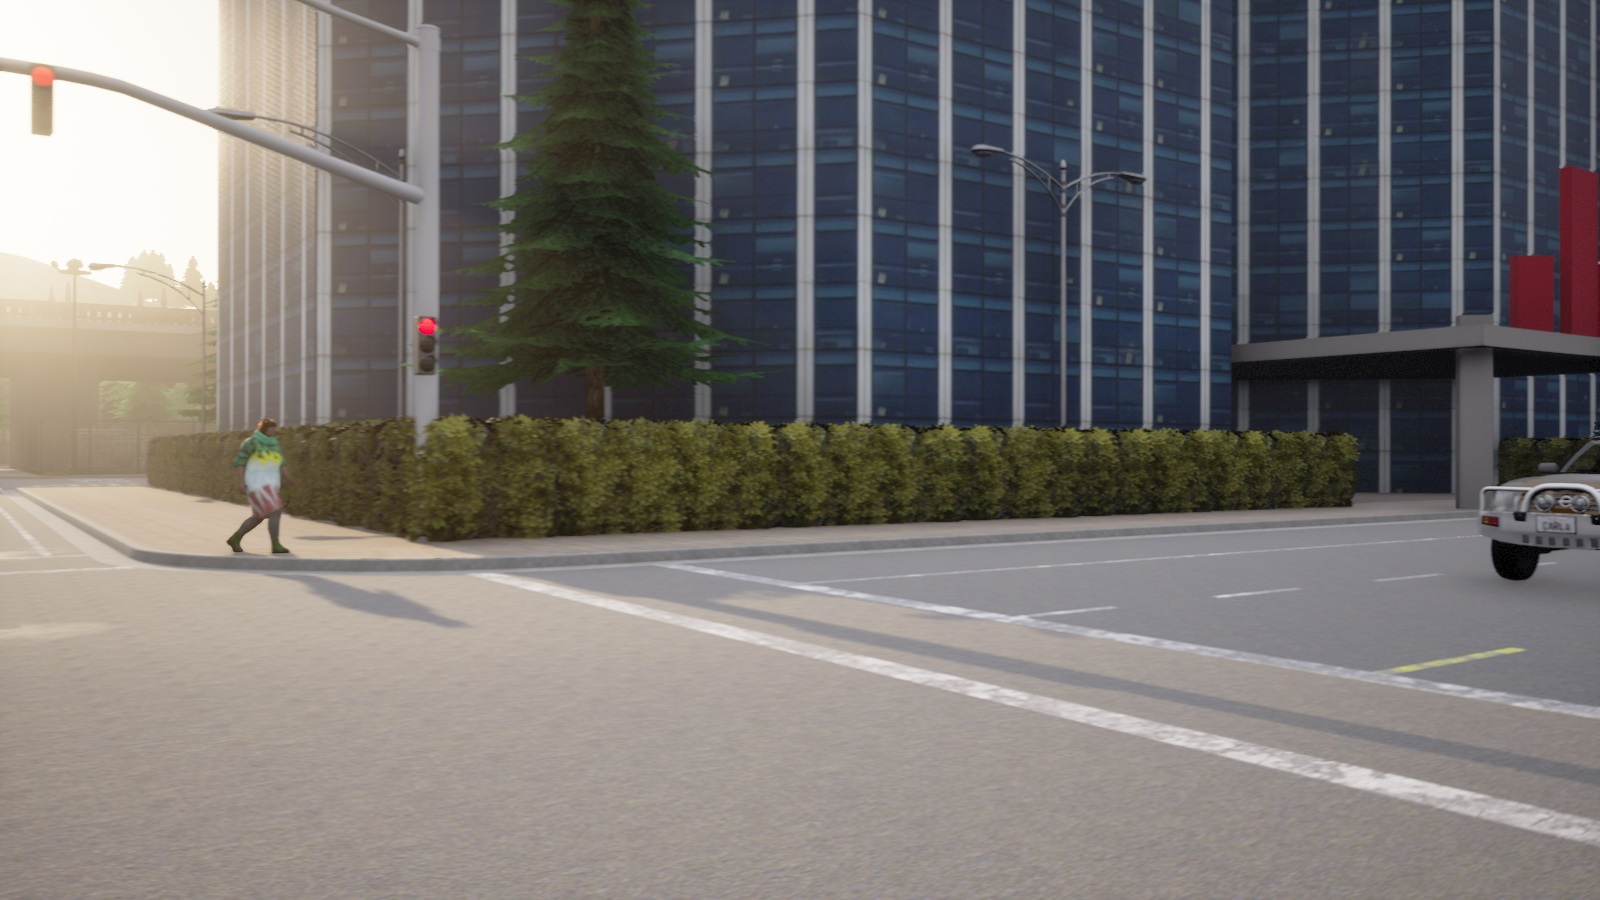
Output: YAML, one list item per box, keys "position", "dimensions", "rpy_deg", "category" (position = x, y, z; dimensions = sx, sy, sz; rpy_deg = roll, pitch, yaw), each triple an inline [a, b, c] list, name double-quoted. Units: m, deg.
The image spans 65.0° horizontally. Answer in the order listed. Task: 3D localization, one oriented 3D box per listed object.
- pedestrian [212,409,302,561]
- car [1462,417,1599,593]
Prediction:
- position: [-7.132, 0.454, 16.516]
  dimensions: [0.873, 1.952, 0.659]
  rpy_deg: [0, 0, 10]
  category: "pedestrian"
- position: [10.030, 0.577, 14.902]
  dimensions: [4.605, 1.855, 1.932]
  rpy_deg: [0, 0, -35]
  category: "car"
